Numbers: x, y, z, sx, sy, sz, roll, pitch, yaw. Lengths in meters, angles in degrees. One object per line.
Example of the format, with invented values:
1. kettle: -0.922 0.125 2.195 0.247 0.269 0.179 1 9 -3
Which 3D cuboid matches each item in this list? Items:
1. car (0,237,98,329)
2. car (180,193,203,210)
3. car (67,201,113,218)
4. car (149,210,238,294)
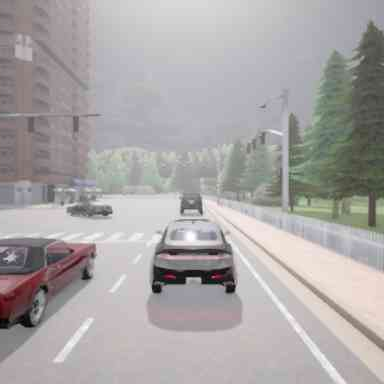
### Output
1. car: -3.440 1.575 6.872 1.895 1.301 4.718 0 0 0
2. car: -0.063 1.098 33.983 2.150 2.045 5.566 0 0 0
3. car: -9.172 1.470 29.645 5.357 1.411 2.033 0 0 44
4. car: 0.036 1.458 8.715 2.128 1.511 4.902 0 0 0
